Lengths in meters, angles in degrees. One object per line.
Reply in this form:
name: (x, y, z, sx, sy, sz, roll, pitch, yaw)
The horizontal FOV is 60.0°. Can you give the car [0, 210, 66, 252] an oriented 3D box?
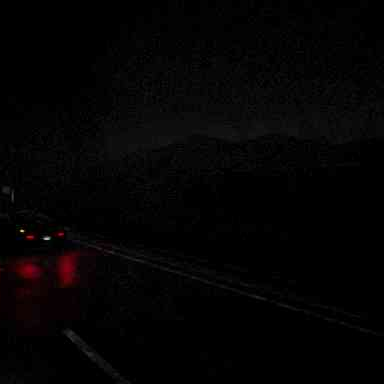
car: (-6.677, 1.470, 13.744, 1.812, 1.442, 4.674, -1, 1, -39)
